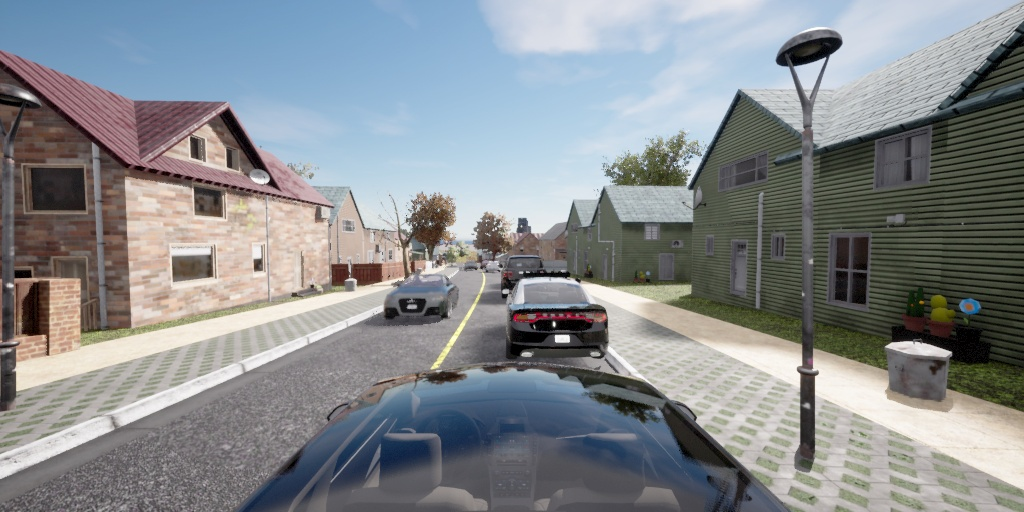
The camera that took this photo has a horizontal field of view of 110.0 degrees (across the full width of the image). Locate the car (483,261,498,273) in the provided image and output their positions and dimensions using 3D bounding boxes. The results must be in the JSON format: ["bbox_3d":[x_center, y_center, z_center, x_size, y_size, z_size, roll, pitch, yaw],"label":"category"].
[{"bbox_3d":[-2.540,1.410,47.603,1.812,1.442,4.674,0,0,-6],"label":"car"}]

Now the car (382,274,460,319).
[{"bbox_3d":[-3.008,1.321,12.614,1.994,1.385,4.181,0,0,-2],"label":"car"}]

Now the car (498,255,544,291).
[{"bbox_3d":[0.520,0.987,18.528,2.150,2.045,5.566,0,0,-2],"label":"car"}]

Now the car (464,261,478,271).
[{"bbox_3d":[-6.091,1.443,53.044,1.837,1.490,4.892,0,-1,-8],"label":"car"}]

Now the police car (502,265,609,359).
[{"bbox_3d":[0.799,1.174,8.547,1.930,1.638,5.238,0,0,-1],"label":"police car"}]

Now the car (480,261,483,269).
[{"bbox_3d":[-4.421,1.508,61.482,1.812,1.442,4.674,0,0,-9],"label":"car"}]
